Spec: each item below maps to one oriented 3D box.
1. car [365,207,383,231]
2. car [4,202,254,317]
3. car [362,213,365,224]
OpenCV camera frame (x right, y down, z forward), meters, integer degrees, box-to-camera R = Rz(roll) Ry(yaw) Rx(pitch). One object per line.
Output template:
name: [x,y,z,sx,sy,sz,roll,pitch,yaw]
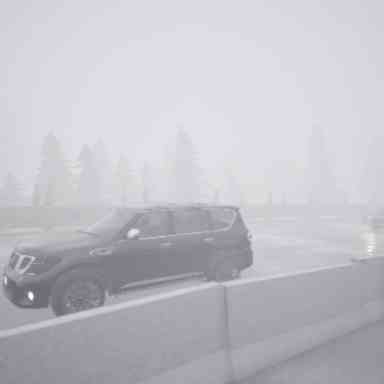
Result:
car: [14.197,1.902,22.689,5.008,1.535,1.882,1,-1,-35]
car: [-1.052,1.258,7.536,5.566,2.045,2.150,1,-1,-35]
car: [16.615,2.019,28.706,4.902,1.511,2.128,1,-1,-35]
